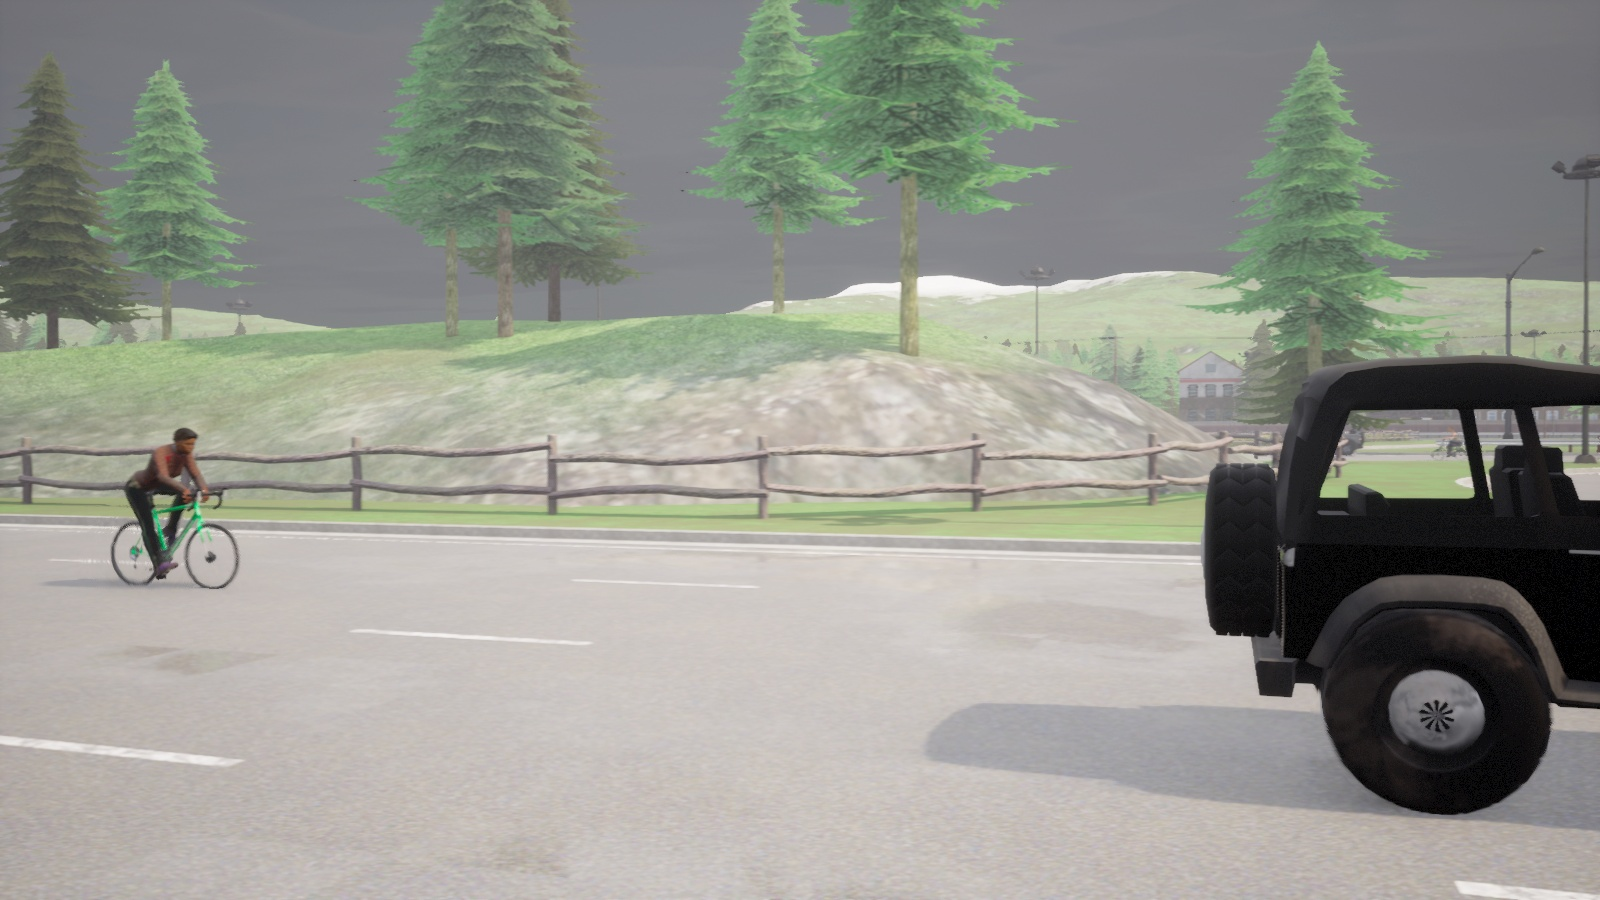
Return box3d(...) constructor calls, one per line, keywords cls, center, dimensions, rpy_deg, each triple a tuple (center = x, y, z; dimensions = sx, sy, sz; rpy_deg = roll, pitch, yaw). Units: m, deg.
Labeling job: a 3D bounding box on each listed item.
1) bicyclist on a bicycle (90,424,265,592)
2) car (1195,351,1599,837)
box3d(cls="bicyclist on a bicycle", center=(-6.295, 0.552, 12.695), dimensions=(1.656, 1.620, 0.582), rpy_deg=(1, 1, 19))
box3d(cls="car", center=(3.815, 0.547, 5.599), dimensions=(3.866, 1.878, 1.905), rpy_deg=(1, 1, 19))
